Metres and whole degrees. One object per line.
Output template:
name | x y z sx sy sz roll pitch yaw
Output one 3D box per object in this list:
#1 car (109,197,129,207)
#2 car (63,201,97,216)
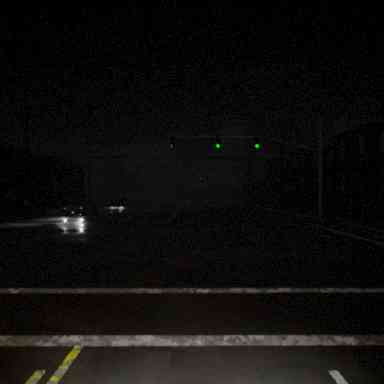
car | -10.571 1.415 48.521 2.033 1.411 5.357 0 0 0
car | -10.583 1.514 31.737 1.895 1.301 4.718 0 0 0
